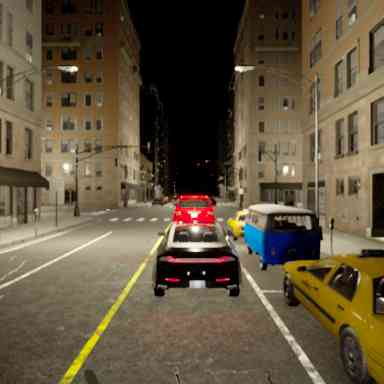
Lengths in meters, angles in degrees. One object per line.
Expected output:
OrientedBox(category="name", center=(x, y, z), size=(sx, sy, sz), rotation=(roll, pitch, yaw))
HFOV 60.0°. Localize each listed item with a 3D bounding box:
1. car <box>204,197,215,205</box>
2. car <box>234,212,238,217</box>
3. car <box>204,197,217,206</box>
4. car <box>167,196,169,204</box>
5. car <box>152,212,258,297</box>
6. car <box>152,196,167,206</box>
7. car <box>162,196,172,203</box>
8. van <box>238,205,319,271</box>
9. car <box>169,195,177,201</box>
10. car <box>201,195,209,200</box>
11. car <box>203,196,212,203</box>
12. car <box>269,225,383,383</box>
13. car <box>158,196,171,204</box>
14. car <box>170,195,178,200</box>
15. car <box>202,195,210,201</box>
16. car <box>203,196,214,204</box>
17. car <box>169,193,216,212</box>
OrientedBox(category="car", center=(3.096, 1.544, 59.515), size=(1.887, 1.381, 4.507), rotation=(1, 0, 1))
OrientedBox(category="car", center=(2.685, 1.527, 16.491), size=(1.752, 1.417, 4.829), rotation=(1, 0, 0))
OrientedBox(category="car", center=(3.022, 1.566, 53.985), size=(1.947, 1.339, 4.313), rotation=(1, 0, 1))
OrientedBox(category="car", center=(-5.430, 1.566, 59.623), size=(1.947, 1.339, 4.313), rotation=(1, 0, 1))
OrientedBox(category="car", center=(0.103, 1.492, 8.576), size=(2.128, 1.511, 4.902), rotation=(0, 0, 0))
OrientedBox(category="car", center=(-5.504, 1.583, 54.094), size=(1.802, 1.307, 4.206), rotation=(1, 0, 1))
OrientedBox(category="car", center=(-5.281, 1.543, 70.681), size=(1.887, 1.381, 4.507), rotation=(1, 0, 1))
OrientedBox(category="van", center=(2.684, 1.342, 10.648), size=(1.690, 1.788, 3.998), rotation=(1, 0, 0))
OrientedBox(category="car", center=(-5.062, 1.519, 87.098), size=(1.752, 1.417, 4.829), rotation=(1, 0, 1))
OrientedBox(category="car", center=(3.539, 1.541, 92.696), size=(2.008, 1.369, 4.403), rotation=(1, 0, 1))
OrientedBox(category="car", center=(3.243, 1.542, 70.575), size=(1.887, 1.381, 4.507), rotation=(1, 0, 1))
OrientedBox(category="car", center=(2.679, 1.526, 5.144), size=(1.752, 1.417, 4.829), rotation=(1, 0, 0))
OrientedBox(category="car", center=(-5.355, 1.550, 65.152), size=(2.008, 1.369, 4.403), rotation=(1, 0, 1))
OrientedBox(category="car", center=(-4.986, 1.557, 92.796), size=(1.947, 1.339, 4.313), rotation=(1, 0, 1))
OrientedBox(category="car", center=(3.391, 1.560, 81.636), size=(1.947, 1.339, 4.313), rotation=(1, 0, 1))
OrientedBox(category="car", center=(3.169, 1.549, 65.045), size=(2.008, 1.369, 4.403), rotation=(1, 0, 1))
OrientedBox(category="car", center=(0.111, 1.224, 18.762), size=(2.150, 2.045, 5.566), rotation=(0, 0, 0))
